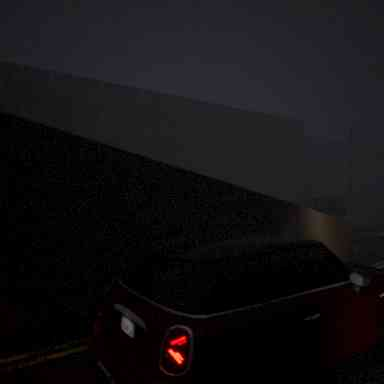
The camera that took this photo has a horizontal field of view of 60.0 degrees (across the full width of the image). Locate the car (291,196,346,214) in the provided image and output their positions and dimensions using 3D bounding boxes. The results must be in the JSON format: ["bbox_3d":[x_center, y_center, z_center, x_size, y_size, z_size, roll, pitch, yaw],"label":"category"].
[{"bbox_3d":[8.183,1.272,22.600,5.566,2.045,2.150,0,0,-35],"label":"car"}]

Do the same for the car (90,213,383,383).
[{"bbox_3d":[1.095,1.346,4.528,4.553,1.767,2.097,0,0,-36],"label":"car"}]
